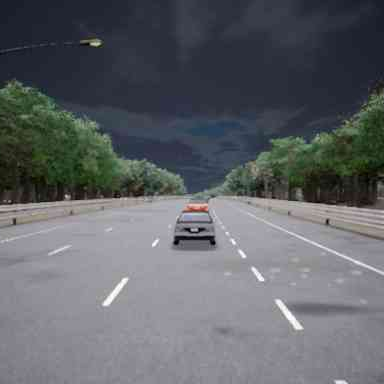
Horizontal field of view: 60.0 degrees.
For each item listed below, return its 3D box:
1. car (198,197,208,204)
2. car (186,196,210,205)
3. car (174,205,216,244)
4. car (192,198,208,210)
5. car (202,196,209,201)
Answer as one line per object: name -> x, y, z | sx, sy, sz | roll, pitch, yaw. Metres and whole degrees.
car -> 2.406, 1.705, 70.023 | 1.994, 1.385, 4.181 | 0, 0, 3
car -> 0.517, 1.380, 31.132 | 2.097, 1.767, 4.553 | 0, 0, 2
car -> 0.141, 1.560, 15.818 | 2.033, 1.411, 5.357 | 0, 0, 1
car -> 1.117, 1.559, 46.267 | 2.128, 1.511, 4.902 | 0, 0, 3
car -> 3.664, 1.779, 92.356 | 1.882, 1.535, 5.008 | 0, 0, 3
